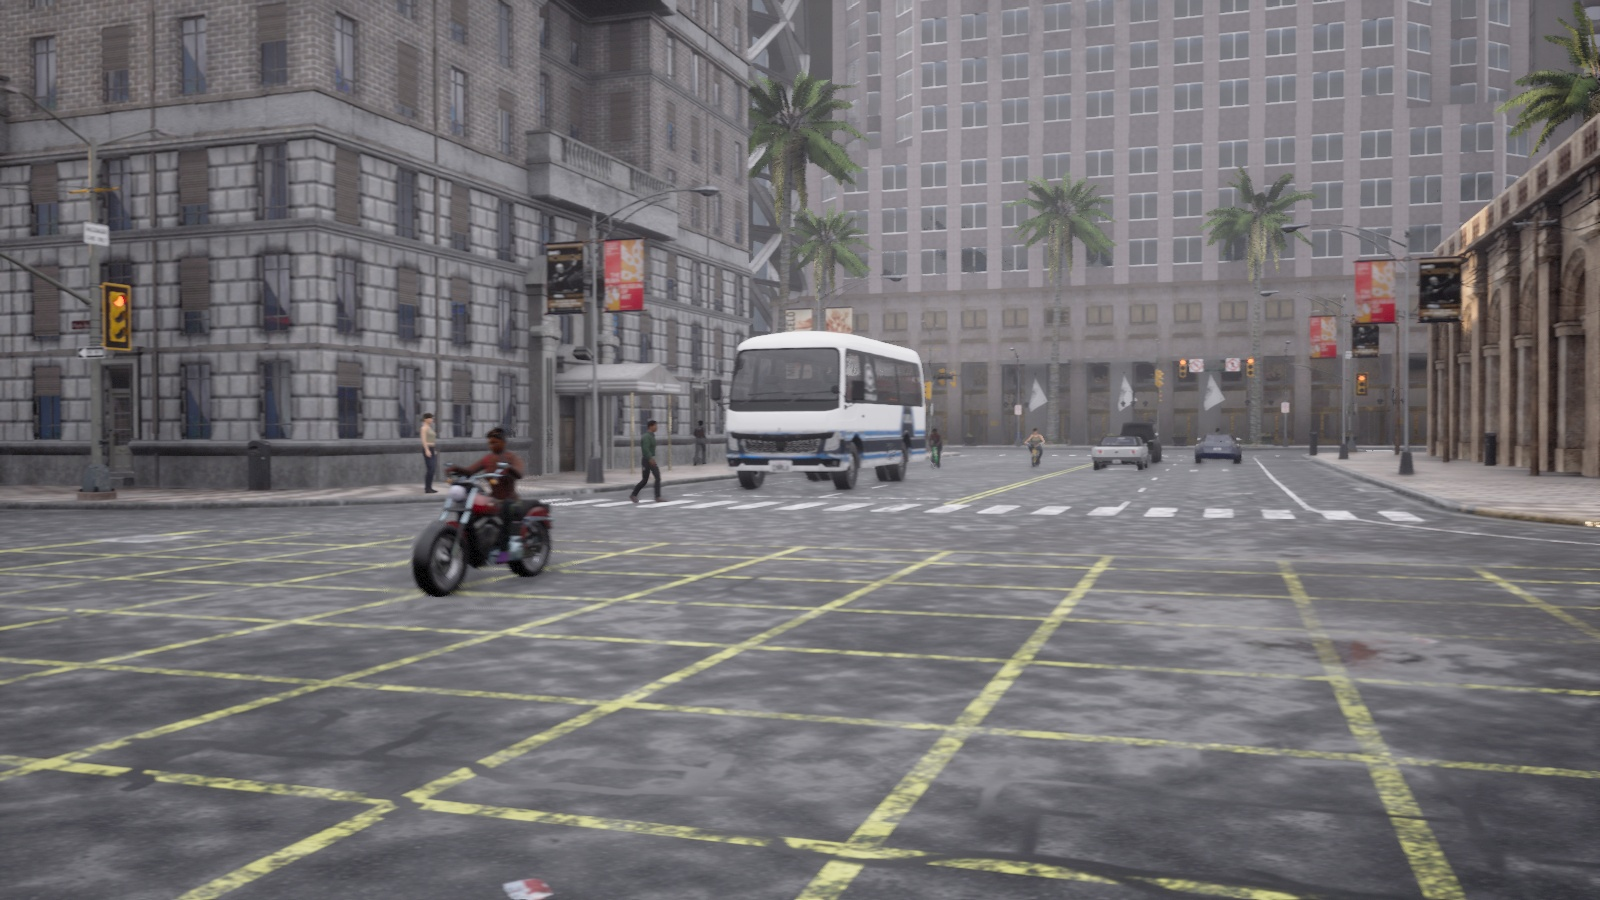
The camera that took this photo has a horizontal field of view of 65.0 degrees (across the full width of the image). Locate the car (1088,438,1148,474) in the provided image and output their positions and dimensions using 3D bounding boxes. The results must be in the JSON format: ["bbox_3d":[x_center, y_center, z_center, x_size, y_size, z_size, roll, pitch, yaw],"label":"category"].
[{"bbox_3d":[12.412,0.192,48.816,1.895,1.301,4.718,1,1,19],"label":"car"}]

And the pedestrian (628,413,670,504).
[{"bbox_3d":[-3.261,0.181,27.126,0.788,1.949,0.423,1,1,20],"label":"pedestrian"}]

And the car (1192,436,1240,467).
[{"bbox_3d":[19.210,0.035,57.896,1.994,1.385,4.181,1,1,19],"label":"car"}]

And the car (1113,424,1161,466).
[{"bbox_3d":[15.763,-0.257,58.610,1.905,1.878,3.866,1,1,19],"label":"car"}]

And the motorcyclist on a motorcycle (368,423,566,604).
[{"bbox_3d":[-3.283,0.561,12.686,0.766,1.649,2.350,1,1,18],"label":"motorcyclist on a motorcycle"}]

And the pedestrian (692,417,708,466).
[{"bbox_3d":[-4.028,-0.339,50.420,0.402,1.930,0.666,1,1,19],"label":"pedestrian"}]

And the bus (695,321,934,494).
[{"bbox_3d":[0.820,-1.127,36.242,3.944,4.253,10.273,1,1,18],"label":"bus"}]

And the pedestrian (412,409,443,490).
[{"bbox_3d":[-8.490,-0.007,28.612,0.594,1.836,0.345,0,1,5],"label":"pedestrian"}]
